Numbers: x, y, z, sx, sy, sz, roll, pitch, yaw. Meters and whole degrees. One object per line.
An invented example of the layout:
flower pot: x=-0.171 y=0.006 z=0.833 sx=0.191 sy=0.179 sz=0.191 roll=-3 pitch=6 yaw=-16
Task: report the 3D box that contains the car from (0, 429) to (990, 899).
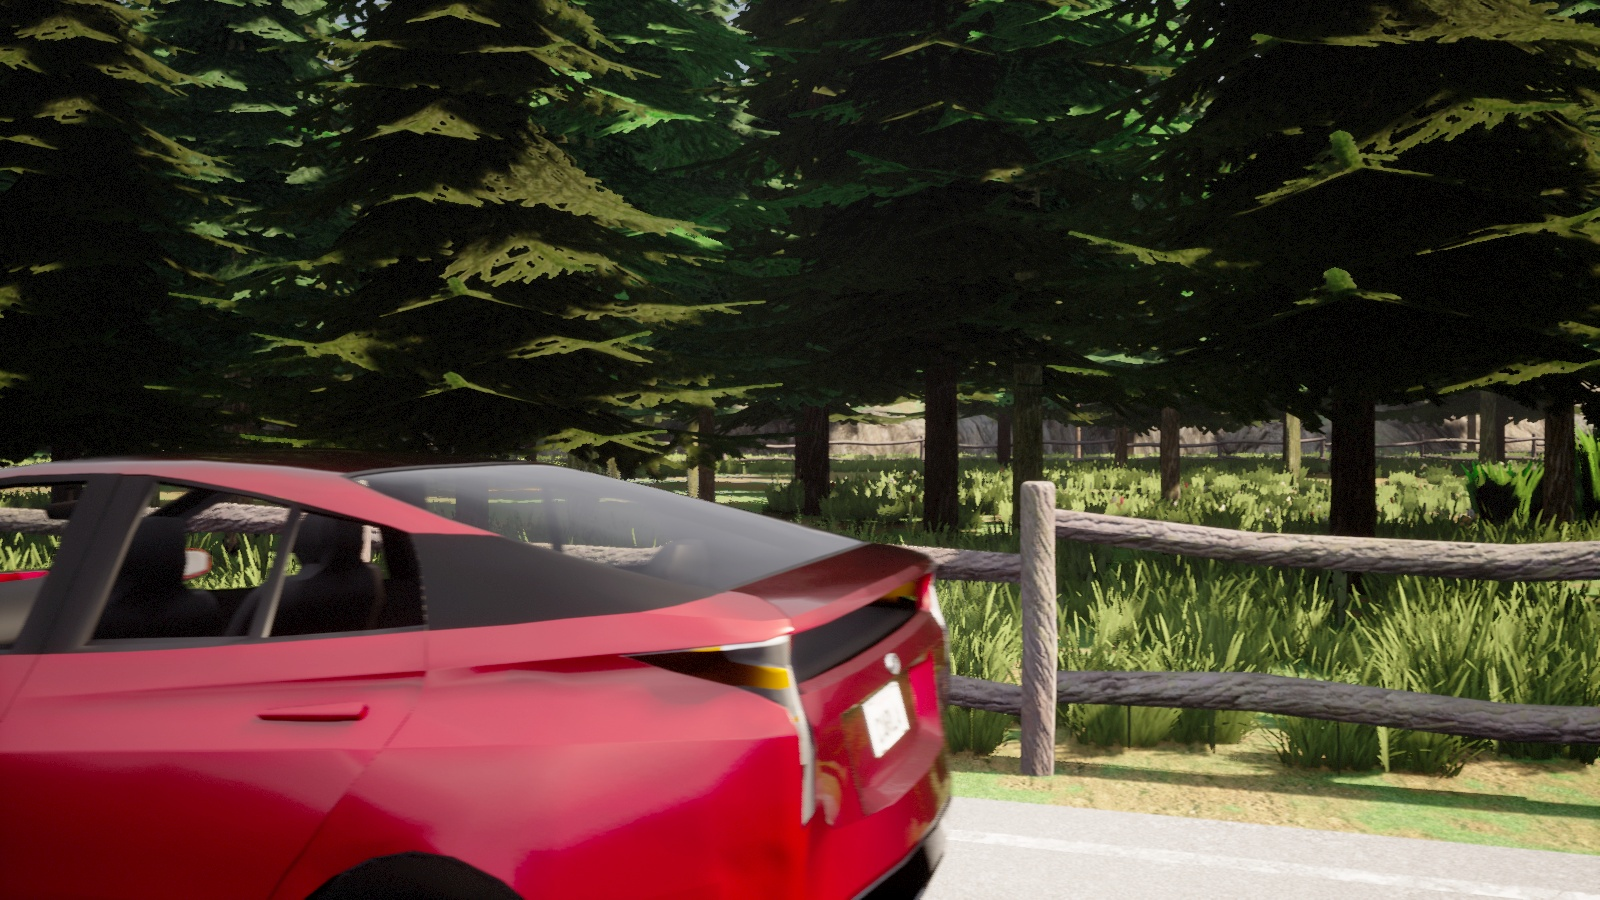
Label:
car: x=-1.851 y=0.704 z=3.800 sx=4.514 sy=1.525 sz=2.007 roll=1 pitch=1 yaw=18
